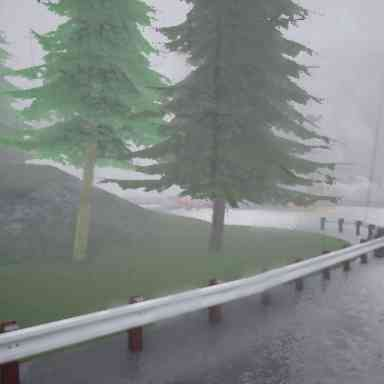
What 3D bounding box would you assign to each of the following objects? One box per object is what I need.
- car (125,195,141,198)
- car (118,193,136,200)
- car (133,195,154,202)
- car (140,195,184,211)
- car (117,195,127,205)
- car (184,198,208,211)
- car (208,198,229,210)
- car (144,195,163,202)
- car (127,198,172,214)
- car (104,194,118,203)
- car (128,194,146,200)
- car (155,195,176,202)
[{"bbox_3d":[-8.366,1.665,54.207,4.718,1.301,1.895,1,0,41],"label":"car"},{"bbox_3d":[-16.606,1.116,84.434,4.553,1.767,2.097,1,1,41],"label":"car"},{"bbox_3d":[-10.995,1.421,75.015,5.008,1.535,1.882,1,0,41],"label":"car"},{"bbox_3d":[-3.728,1.445,41.021,4.553,1.767,2.097,0,0,40],"label":"car"},{"bbox_3d":[-13.612,1.525,72.649,4.718,1.301,1.895,1,0,41],"label":"car"},{"bbox_3d":[-1.091,1.327,43.369,5.566,2.045,2.150,0,0,40],"label":"car"},{"bbox_3d":[2.709,1.476,44.738,4.553,1.767,2.097,0,0,40],"label":"car"},{"bbox_3d":[-9.034,1.477,77.944,4.674,1.442,1.812,1,0,41],"label":"car"},{"bbox_3d":[-4.903,1.687,37.421,4.718,1.301,1.895,0,0,40],"label":"car"},{"bbox_3d":[-18.910,1.301,81.798,4.181,1.385,1.994,1,1,41],"label":"car"},{"bbox_3d":[-14.354,1.272,87.113,4.892,1.490,1.837,1,1,41],"label":"car"},{"bbox_3d":[-6.444,1.444,80.334,5.008,1.535,1.882,1,0,41],"label":"car"}]
